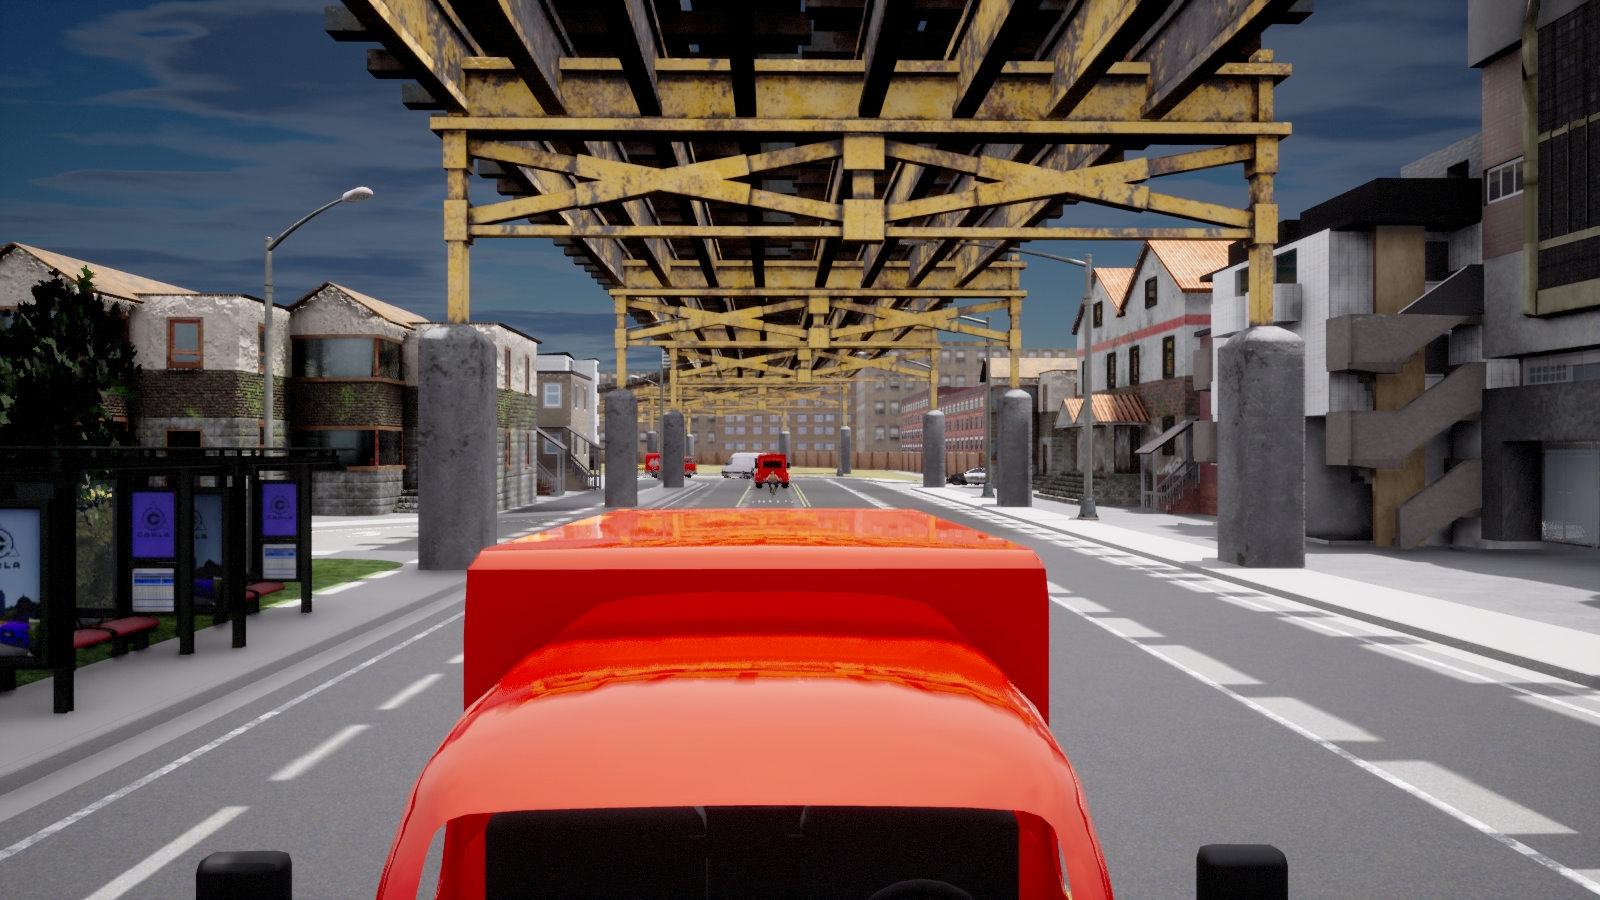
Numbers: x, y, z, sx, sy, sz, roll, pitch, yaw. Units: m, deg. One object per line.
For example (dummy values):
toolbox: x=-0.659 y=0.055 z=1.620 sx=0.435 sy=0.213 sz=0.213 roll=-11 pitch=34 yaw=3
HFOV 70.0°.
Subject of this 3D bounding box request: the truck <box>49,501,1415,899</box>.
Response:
truck: x=-0.167 y=1.568 z=4.802 sx=2.627 sy=2.467 sz=5.204 roll=0 pitch=0 yaw=-1
